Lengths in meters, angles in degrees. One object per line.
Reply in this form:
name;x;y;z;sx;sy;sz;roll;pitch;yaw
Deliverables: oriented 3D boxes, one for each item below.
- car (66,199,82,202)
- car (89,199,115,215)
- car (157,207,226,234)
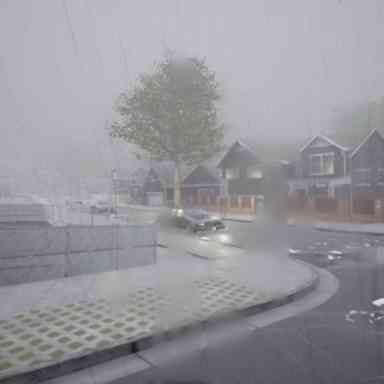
car;-17.445;1.274;48.921;2.033;1.411;5.357;-3;1;-29
car;-9.477;1.573;35.026;1.837;1.490;4.892;-3;2;-31
car;-0.251;1.624;20.397;2.033;1.411;5.357;-3;2;-33
